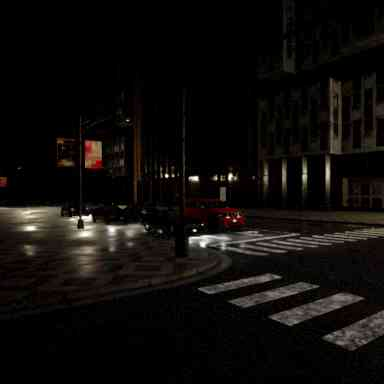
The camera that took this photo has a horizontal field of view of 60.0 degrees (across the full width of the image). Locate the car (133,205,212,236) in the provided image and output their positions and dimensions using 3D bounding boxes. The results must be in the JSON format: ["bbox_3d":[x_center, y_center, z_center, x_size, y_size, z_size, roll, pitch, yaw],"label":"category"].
[{"bbox_3d":[-1.396,1.792,20.680,2.033,1.411,5.357,0,-1,-36],"label":"car"}]

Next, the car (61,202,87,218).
[{"bbox_3d":[-13.003,1.865,36.898,2.097,1.767,4.553,0,-1,-36],"label":"car"}]

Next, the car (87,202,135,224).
[{"bbox_3d":[-7.089,1.853,28.629,1.882,1.535,5.008,0,-1,-36],"label":"car"}]

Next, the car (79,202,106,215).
[{"bbox_3d":[-12.524,2.072,41.823,1.812,1.442,4.674,0,0,-35],"label":"car"}]

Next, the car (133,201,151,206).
[{"bbox_3d":[-4.571,1.715,30.700,2.097,1.767,4.553,0,-1,-36],"label":"car"}]

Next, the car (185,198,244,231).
[{"bbox_3d":[1.088,1.454,22.838,2.150,2.045,5.566,0,-1,-34],"label":"car"}]
